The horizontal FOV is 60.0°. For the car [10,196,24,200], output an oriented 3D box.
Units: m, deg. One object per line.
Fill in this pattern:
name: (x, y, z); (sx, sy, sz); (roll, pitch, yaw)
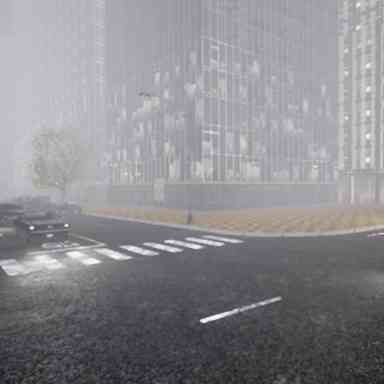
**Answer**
car: (-25.787, 1.449, 50.964); (2.192, 1.841, 5.009); (-2, 1, -36)

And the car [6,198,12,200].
car: (-19.361, 1.600, 32.608); (1.882, 1.535, 5.008); (-1, 0, -36)

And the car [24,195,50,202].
car: (-19.067, 1.390, 41.861); (2.192, 1.841, 5.009); (-2, 1, -36)

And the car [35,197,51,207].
car: (-15.943, 1.599, 37.641); (2.008, 1.369, 4.403); (-2, 1, -36)

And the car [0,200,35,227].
car: (-13.086, 1.573, 24.098); (1.837, 1.490, 4.892); (-1, 0, -37)

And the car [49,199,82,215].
car: (-12.204, 1.565, 32.862); (2.008, 1.369, 4.403); (-2, 1, -36)

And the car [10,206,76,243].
car: (-7.527, 1.621, 16.501); (1.895, 1.301, 4.718); (-1, 0, -35)
